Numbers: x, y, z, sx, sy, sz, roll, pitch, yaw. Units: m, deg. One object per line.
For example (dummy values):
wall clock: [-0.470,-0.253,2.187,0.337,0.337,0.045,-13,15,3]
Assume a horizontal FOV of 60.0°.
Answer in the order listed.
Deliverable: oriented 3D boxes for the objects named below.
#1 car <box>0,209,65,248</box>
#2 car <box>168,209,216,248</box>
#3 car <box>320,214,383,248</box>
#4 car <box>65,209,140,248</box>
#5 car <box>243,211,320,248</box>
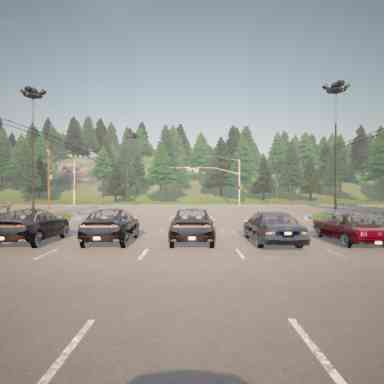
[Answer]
car: [-7.000,1.492,14.650,2.128,1.511,4.902,0,0,0]
car: [0.000,1.492,14.650,2.128,1.511,4.902,0,0,0]
car: [7.000,1.614,14.680,1.895,1.301,4.718,0,0,0]
car: [-3.500,1.492,14.650,2.128,1.511,4.902,0,0,0]
car: [3.500,1.560,14.650,2.033,1.411,5.357,0,0,0]
